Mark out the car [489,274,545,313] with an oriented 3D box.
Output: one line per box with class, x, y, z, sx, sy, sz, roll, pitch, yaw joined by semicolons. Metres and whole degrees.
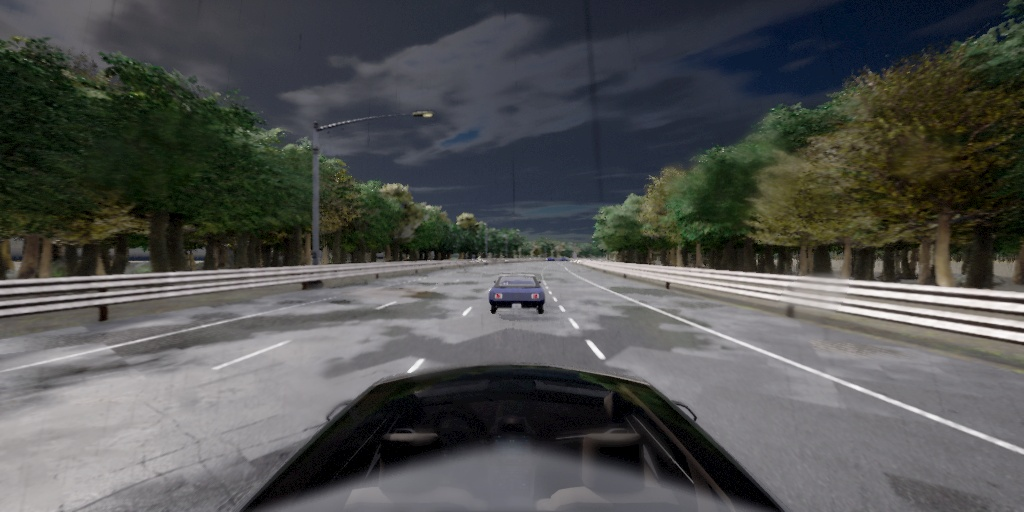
car;0.202;1.355;14.024;1.895;1.301;4.718;0;0;1
